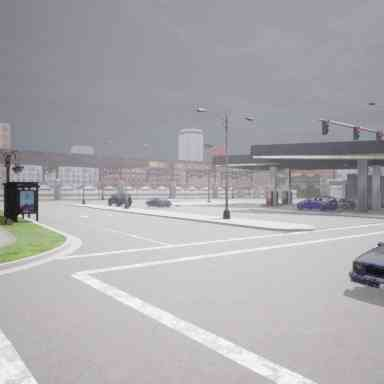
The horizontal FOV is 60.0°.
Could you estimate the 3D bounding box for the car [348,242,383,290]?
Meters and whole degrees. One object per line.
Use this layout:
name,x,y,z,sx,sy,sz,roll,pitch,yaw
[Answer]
car,6.151,1.547,8.230,5.357,1.411,2.033,0,0,-34

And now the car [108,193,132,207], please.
car,-11.347,1.222,52.236,2.150,2.045,5.566,0,0,-35

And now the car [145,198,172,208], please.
car,-5.016,1.547,49.283,2.033,1.411,5.357,0,0,-35

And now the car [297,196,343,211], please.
car,14.343,1.295,38.345,2.242,1.667,4.611,0,0,-35

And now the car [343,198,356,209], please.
car,18.617,1.456,42.259,1.970,1.475,3.806,0,0,-35
